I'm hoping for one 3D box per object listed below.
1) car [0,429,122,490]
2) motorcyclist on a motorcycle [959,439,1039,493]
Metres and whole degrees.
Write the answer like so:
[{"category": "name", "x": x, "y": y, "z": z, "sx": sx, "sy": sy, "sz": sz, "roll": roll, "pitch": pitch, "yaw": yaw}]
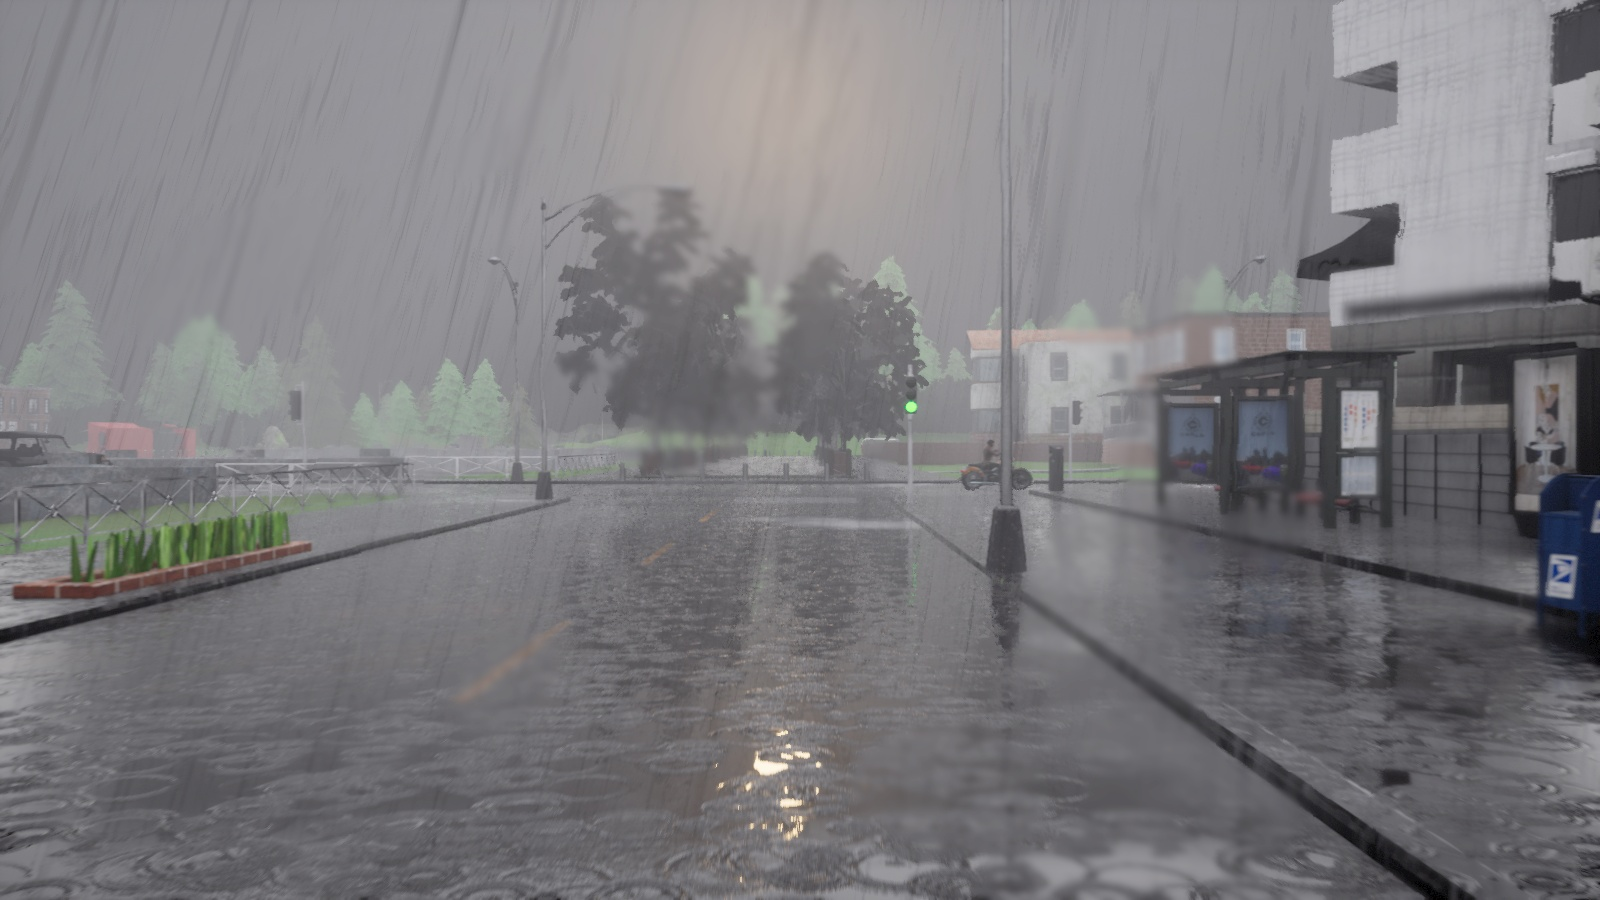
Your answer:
[{"category": "car", "x": -23.934, "y": 0.299, "z": 39.773, "sx": 3.866, "sy": 1.878, "sz": 1.905, "roll": 0, "pitch": 0, "yaw": 0}, {"category": "motorcyclist on a motorcycle", "x": 6.240, "y": 0.480, "z": 39.331, "sx": 2.350, "sy": 1.649, "sz": 0.766, "roll": 0, "pitch": 2, "yaw": -15}]
